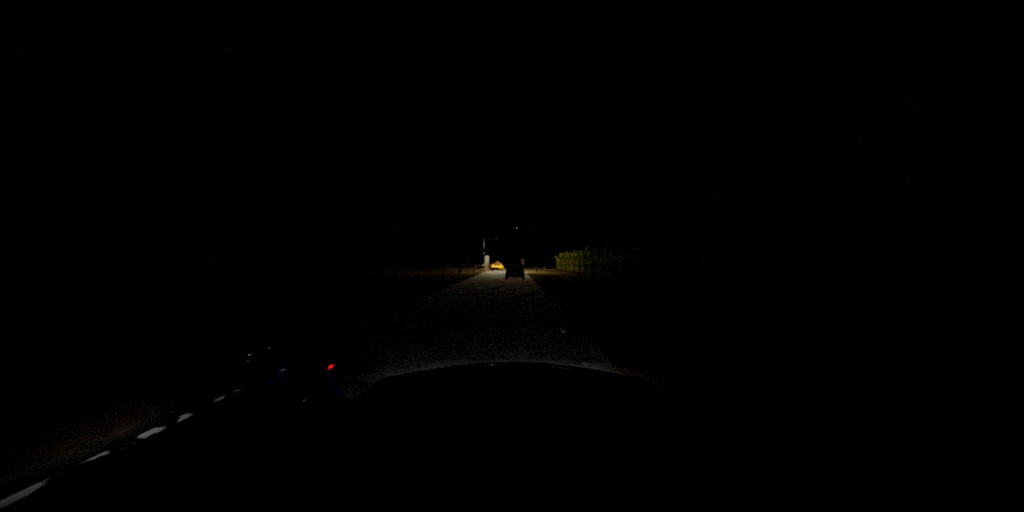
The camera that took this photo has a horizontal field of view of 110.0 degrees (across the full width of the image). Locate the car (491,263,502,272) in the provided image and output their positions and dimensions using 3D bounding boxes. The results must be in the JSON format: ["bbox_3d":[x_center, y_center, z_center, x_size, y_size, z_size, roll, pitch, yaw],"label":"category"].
[{"bbox_3d":[-2.502,1.885,60.779,1.882,1.535,5.008,0,-1,1],"label":"car"}]

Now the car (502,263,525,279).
[{"bbox_3d":[0.279,1.542,36.611,1.882,1.535,5.008,0,-1,0],"label":"car"}]

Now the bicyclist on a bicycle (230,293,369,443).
[{"bbox_3d":[-2.245,1.222,3.883,1.656,1.620,0.582,-2,0,0],"label":"bicyclist on a bicycle"}]
